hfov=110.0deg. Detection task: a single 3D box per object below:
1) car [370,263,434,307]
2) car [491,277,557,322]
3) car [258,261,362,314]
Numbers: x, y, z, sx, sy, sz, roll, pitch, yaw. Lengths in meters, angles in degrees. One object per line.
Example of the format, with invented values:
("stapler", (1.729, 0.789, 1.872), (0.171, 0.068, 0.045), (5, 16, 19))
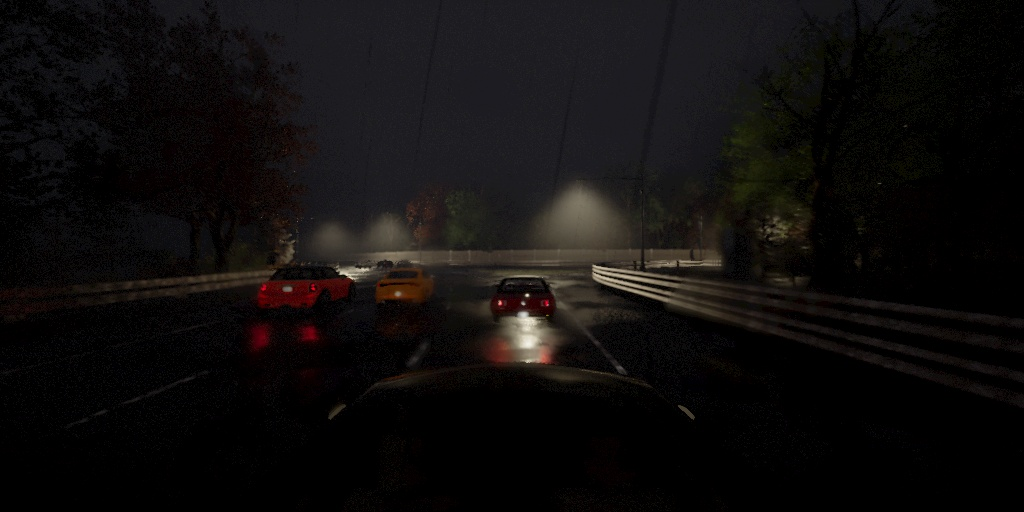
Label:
("car", (-4.541, 1.268, 15.773), (1.882, 1.535, 5.008), (0, 0, -7))
("car", (0.385, 1.366, 12.332), (1.895, 1.301, 4.718), (0, 0, 1))
("car", (-7.889, 1.154, 14.304), (2.097, 1.767, 4.553), (0, 0, -7))
